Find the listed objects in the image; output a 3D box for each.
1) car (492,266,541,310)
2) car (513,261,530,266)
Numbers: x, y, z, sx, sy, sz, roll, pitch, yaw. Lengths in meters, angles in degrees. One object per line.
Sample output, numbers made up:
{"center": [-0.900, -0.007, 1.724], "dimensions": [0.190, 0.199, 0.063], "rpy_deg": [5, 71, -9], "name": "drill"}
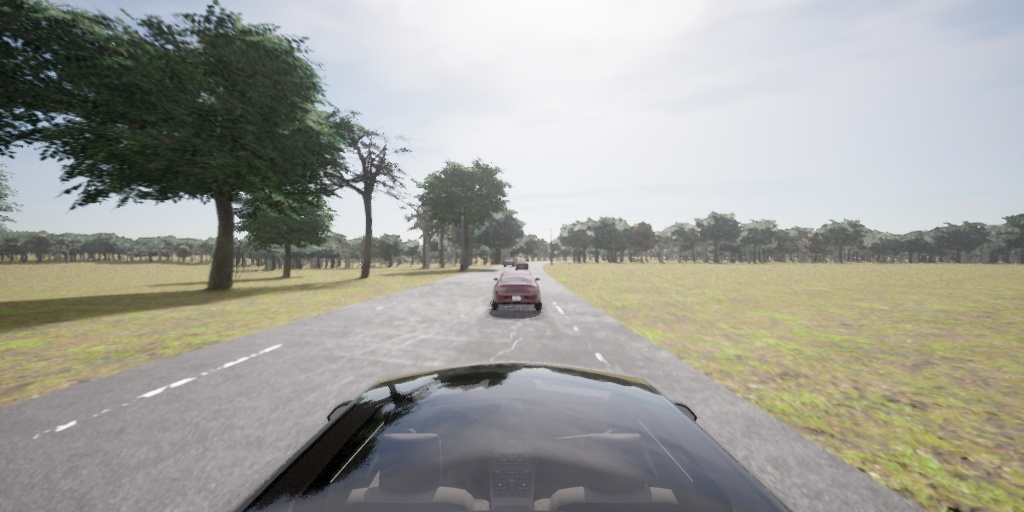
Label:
{"center": [0.196, 1.330, 14.958], "dimensions": [1.812, 1.442, 4.674], "rpy_deg": [0, 0, 1], "name": "car"}
{"center": [1.627, 1.461, 54.598], "dimensions": [1.882, 1.535, 5.008], "rpy_deg": [0, 0, 3], "name": "car"}
